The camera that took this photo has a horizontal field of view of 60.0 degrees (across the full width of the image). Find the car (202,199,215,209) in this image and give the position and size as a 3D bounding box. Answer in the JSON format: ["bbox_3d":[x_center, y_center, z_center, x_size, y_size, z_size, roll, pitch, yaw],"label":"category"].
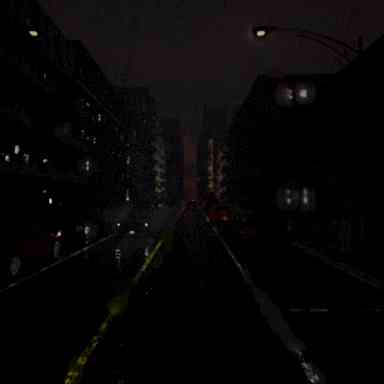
[{"bbox_3d":[2.696,2.061,56.139,1.967,1.590,4.097,0,-1,0],"label":"car"}]

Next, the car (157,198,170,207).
[{"bbox_3d":[-5.684,2.074,67.522,2.192,1.841,5.009,0,-1,0],"label":"car"}]

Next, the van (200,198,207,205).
[{"bbox_3d":[2.695,2.246,78.897,1.690,1.788,3.998,0,-1,0],"label":"van"}]

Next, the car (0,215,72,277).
[{"bbox_3d":[-5.684,1.654,10.623,1.887,1.381,4.507,0,-1,0],"label":"car"}]

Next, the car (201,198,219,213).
[{"bbox_3d":[2.697,1.801,44.761,2.192,1.841,5.009,0,-1,0],"label":"car"}]

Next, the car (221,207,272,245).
[{"bbox_3d":[2.697,1.696,16.479,1.752,1.417,4.829,0,-1,0],"label":"car"}]

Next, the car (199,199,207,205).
[{"bbox_3d":[2.694,2.524,84.585,1.887,1.381,4.507,0,-1,0],"label":"car"}]

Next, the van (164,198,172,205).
[{"bbox_3d":[-5.684,2.245,78.899,1.690,1.788,3.998,0,-1,0],"label":"van"}]

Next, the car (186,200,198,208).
[{"bbox_3d":[0.001,2.249,62.838,2.033,1.411,5.357,0,-1,0],"label":"car"}]

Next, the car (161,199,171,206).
[{"bbox_3d":[-5.686,2.354,73.040,1.752,1.417,4.829,0,-1,0],"label":"car"}]

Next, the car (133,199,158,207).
[{"bbox_3d":[-5.684,1.734,39.073,2.192,1.841,5.009,0,-1,0],"label":"car"}]

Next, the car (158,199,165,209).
[{"bbox_3d":[-5.685,2.104,50.450,2.008,1.369,4.403,0,-1,0],"label":"car"}]

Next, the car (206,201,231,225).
[{"bbox_3d":[2.361,1.758,26.711,1.882,1.535,5.008,0,-1,0],"label":"car"}]

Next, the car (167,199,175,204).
[{"bbox_3d":[-5.686,2.579,90.107,1.752,1.417,4.829,0,-1,0],"label":"car"}]

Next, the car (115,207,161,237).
[{"bbox_3d":[-3.101,1.802,19.447,1.895,1.301,4.718,0,-1,0],"label":"car"}]

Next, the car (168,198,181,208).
[{"bbox_3d":[-3.046,2.172,60.046,1.837,1.490,4.892,0,-1,1],"label":"car"}]

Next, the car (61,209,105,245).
[{"bbox_3d":[-5.683,1.609,16.313,1.967,1.590,4.097,0,-1,0],"label":"car"}]

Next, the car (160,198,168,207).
[{"bbox_3d":[-5.685,2.061,56.142,1.967,1.590,4.097,0,-1,0],"label":"car"}]

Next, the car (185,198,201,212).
[{"bbox_3d":[0.027,2.000,47.851,1.882,1.535,5.008,0,-1,1],"label":"car"}]

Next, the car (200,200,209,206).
[{"bbox_3d":[2.694,2.414,73.207,1.802,1.307,4.206,0,-1,0],"label":"car"}]
